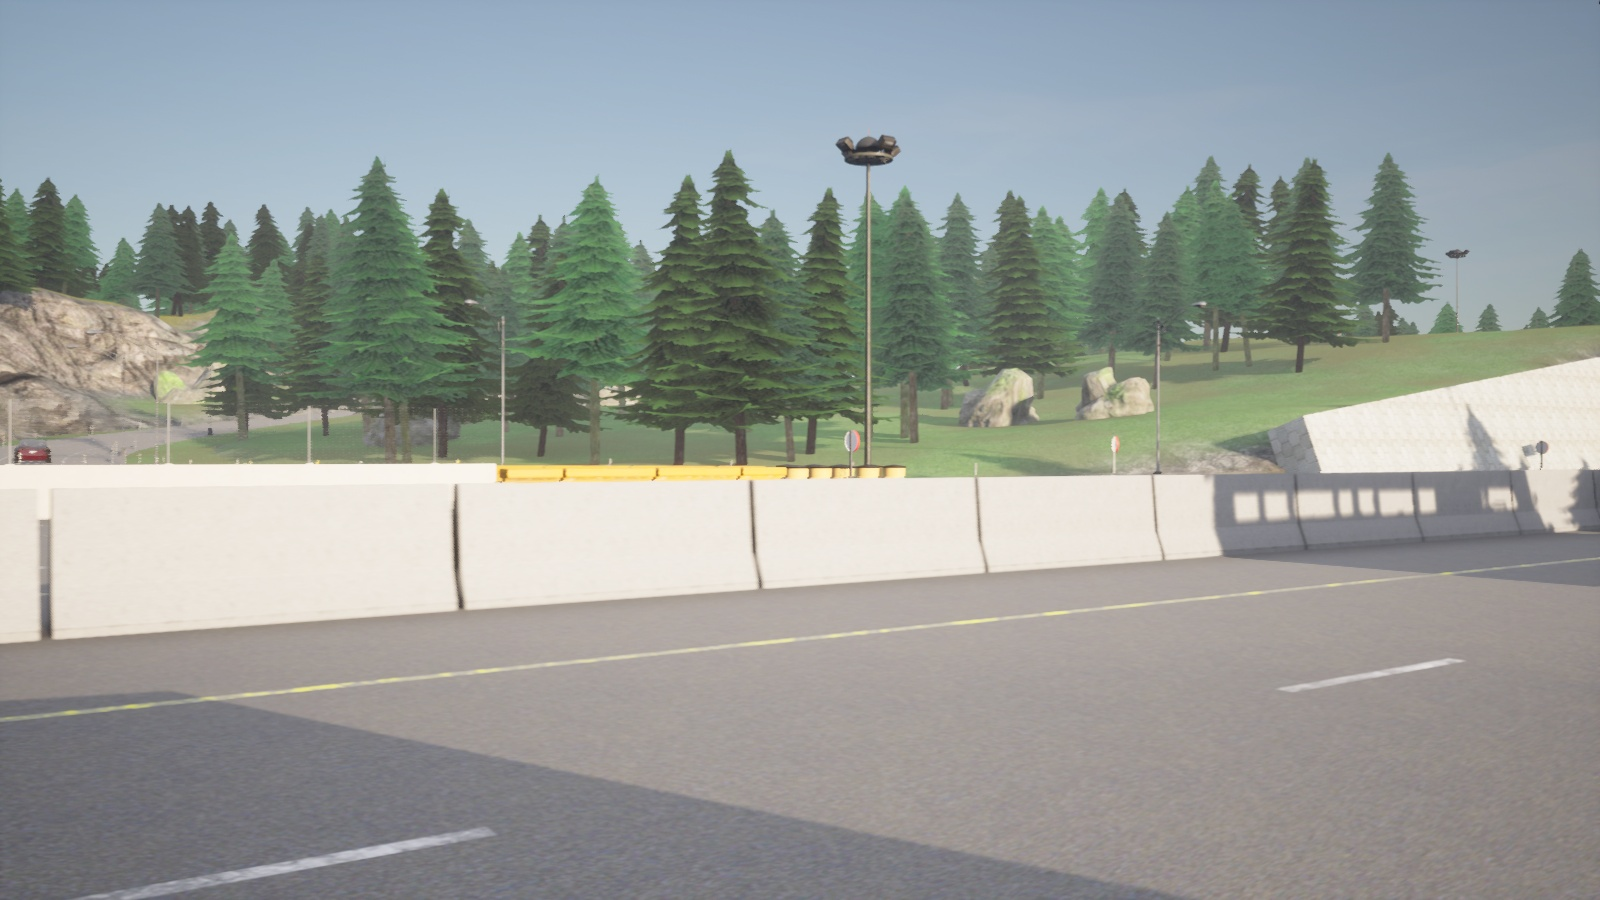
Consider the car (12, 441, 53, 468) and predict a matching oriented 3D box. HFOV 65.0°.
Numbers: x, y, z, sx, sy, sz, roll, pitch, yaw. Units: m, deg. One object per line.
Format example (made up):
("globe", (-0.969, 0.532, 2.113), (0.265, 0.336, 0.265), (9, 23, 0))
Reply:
("car", (-49.064, 0.261, 80.213), (2.163, 1.488, 4.792), (0, 3, -32))
